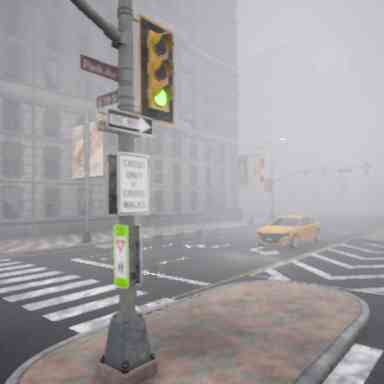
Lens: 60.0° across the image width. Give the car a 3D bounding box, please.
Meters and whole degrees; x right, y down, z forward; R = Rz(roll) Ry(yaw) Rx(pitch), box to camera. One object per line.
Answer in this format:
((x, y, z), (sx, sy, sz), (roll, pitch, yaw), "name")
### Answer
((5.221, 1.972, 17.459), (1.882, 1.535, 5.008), (-2, -2, 40), "car")
